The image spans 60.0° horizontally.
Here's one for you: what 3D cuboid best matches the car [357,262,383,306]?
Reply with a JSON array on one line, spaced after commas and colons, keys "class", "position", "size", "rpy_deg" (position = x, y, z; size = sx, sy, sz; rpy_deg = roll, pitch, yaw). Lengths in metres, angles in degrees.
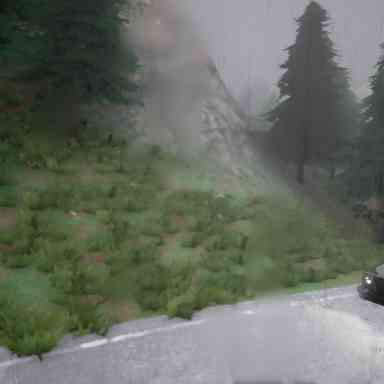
[{"class": "car", "position": [5.808, 1.555, 6.556], "size": [5.357, 1.411, 2.033], "rpy_deg": [1, 1, -25]}]
